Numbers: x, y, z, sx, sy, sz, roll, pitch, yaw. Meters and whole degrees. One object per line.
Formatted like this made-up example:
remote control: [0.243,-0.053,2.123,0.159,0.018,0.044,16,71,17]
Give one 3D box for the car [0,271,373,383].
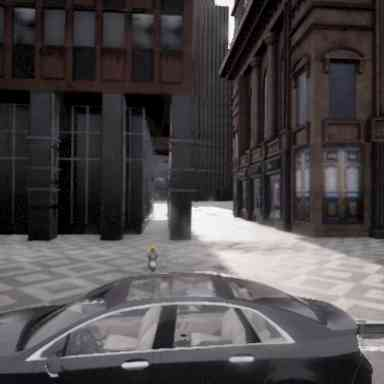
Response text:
car: [-0.478,1.588,3.484,4.403,1.369,2.008,0,-1,-4]
